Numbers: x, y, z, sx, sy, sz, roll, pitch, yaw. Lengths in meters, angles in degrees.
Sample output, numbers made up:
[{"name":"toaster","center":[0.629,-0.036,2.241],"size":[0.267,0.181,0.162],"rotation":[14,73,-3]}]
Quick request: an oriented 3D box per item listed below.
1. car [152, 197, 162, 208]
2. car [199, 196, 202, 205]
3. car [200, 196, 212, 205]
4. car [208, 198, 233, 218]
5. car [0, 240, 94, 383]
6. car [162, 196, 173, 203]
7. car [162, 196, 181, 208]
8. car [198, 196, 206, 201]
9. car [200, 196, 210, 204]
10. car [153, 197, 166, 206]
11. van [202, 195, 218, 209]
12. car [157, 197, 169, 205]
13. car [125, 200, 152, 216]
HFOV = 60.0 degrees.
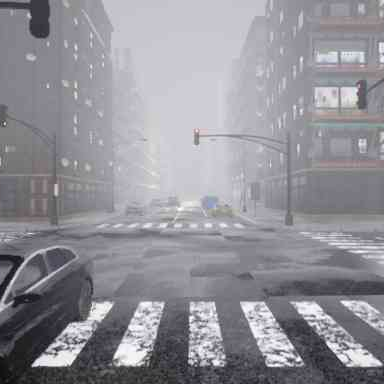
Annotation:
[{"name":"car","center":[-5.307,1.609,49.638],"size":[1.802,1.307,4.206],"rotation":[1,0,0]},{"name":"car","center":[2.577,1.342,49.697],"size":[2.192,1.841,5.009],"rotation":[1,0,0]},{"name":"car","center":[2.575,1.480,61.009],"size":[1.967,1.590,4.097],"rotation":[1,0,0]},{"name":"car","center":[2.704,1.535,30.210],"size":[1.752,1.417,4.829],"rotation":[1,0,0]},{"name":"car","center":[-2.748,1.492,4.404],"size":[2.128,1.511,4.902],"rotation":[0,0,0]},{"name":"car","center":[-5.307,1.606,72.270],"size":[2.008,1.369,4.403],"rotation":[1,0,0]},{"name":"car","center":[-2.750,1.362,48.893],"size":[2.097,1.767,4.553],"rotation":[0,0,0]},{"name":"car","center":[2.573,1.619,83.634],"size":[1.887,1.381,4.507],"rotation":[1,0,0]},{"name":"car","center":[2.574,1.598,66.666],"size":[2.008,1.369,4.403],"rotation":[1,0,0]},{"name":"car","center":[-5.306,1.558,55.126],"size":[1.752,1.417,4.829],"rotation":[1,0,0]},{"name":"van","center":[2.609,1.362,44.044],"size":[1.690,1.788,3.998],"rotation":[1,0,0]},{"name":"car","center":[-5.307,1.622,60.954],"size":[1.802,1.307,4.206],"rotation":[1,0,0]},{"name":"car","center":[-5.435,1.562,32.665],"size":[2.008,1.369,4.403],"rotation":[1,0,0]}]
